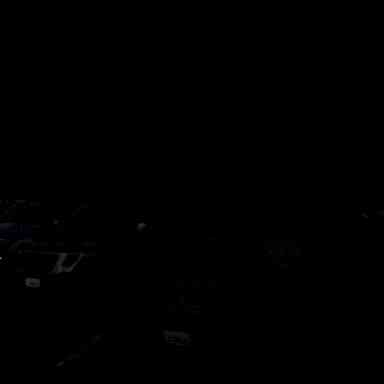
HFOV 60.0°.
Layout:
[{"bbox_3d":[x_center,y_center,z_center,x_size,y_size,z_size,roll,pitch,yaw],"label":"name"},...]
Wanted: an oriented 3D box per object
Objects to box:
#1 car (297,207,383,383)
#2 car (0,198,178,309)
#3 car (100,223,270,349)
[{"bbox_3d":[2.848,1.242,4.934,2.435,2.045,5.566,0,-1,16],"label":"car"},{"bbox_3d":[-1.951,1.236,8.339,2.435,2.045,5.566,1,-1,16],"label":"car"},{"bbox_3d":[0.457,1.520,6.607,2.163,1.488,4.792,1,-1,16],"label":"car"}]
